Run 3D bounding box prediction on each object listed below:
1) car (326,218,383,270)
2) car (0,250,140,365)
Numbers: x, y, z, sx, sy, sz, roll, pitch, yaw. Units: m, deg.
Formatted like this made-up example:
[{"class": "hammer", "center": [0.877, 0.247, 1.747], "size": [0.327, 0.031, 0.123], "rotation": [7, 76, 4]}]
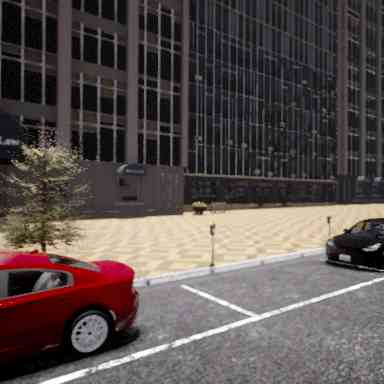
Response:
[{"class": "car", "center": [6.268, 1.564, 11.018], "size": [4.313, 1.339, 1.947], "rotation": [0, 1, -35]}, {"class": "car", "center": [-2.920, 1.545, 4.466], "size": [4.507, 1.381, 1.887], "rotation": [0, 1, -35]}]
